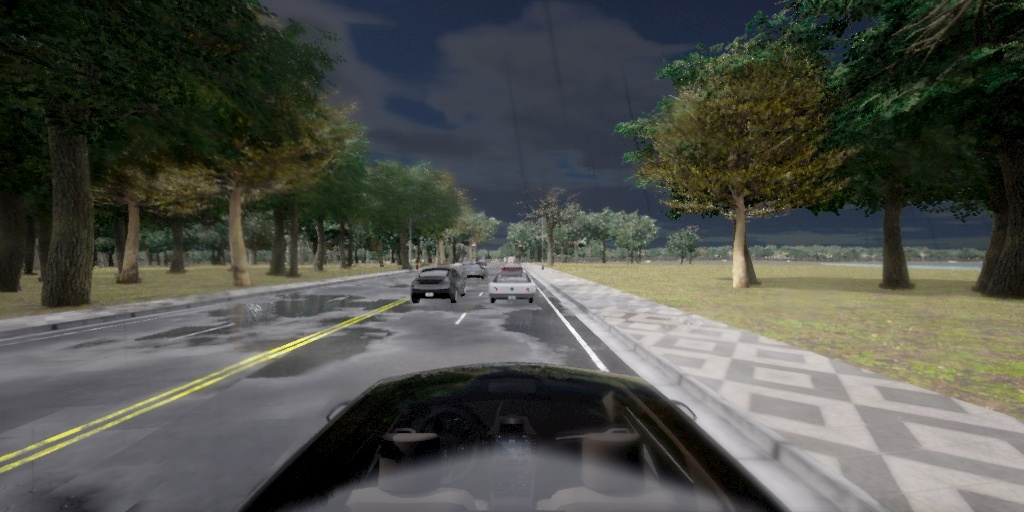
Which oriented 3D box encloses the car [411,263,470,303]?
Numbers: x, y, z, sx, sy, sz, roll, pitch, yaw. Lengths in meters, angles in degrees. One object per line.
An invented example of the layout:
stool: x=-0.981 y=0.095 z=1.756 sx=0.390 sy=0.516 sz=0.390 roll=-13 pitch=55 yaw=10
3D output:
car: x=-3.250 y=1.271 z=16.501 sx=1.837 sy=1.490 sz=4.892 roll=0 pitch=0 yaw=0

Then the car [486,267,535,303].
car: x=0.000 y=1.370 z=16.531 sx=1.895 sy=1.301 sz=4.718 roll=0 pitch=0 yaw=0

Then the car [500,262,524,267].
car: x=0.000 y=1.252 z=31.502 sx=1.882 sy=1.535 sz=5.008 roll=0 pitch=0 yaw=0

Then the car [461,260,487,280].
car: x=-3.250 y=1.340 z=31.502 sx=1.994 sy=1.385 sz=4.181 roll=0 pitch=0 yaw=0
